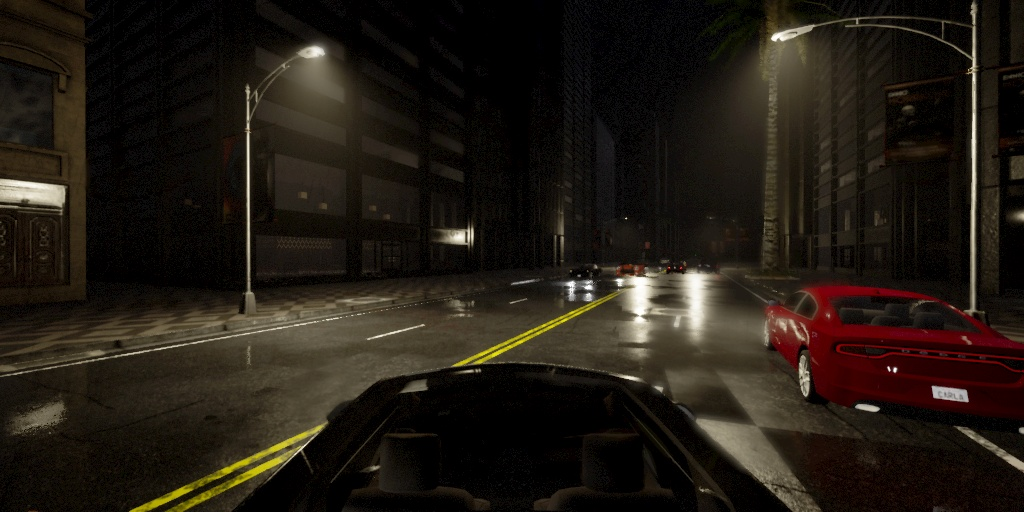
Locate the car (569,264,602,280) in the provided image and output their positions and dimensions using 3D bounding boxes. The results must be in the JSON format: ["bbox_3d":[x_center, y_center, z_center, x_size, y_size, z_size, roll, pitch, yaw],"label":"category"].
[{"bbox_3d":[6.628,1.361,32.046,1.895,1.301,4.718,0,0,27],"label":"car"}]

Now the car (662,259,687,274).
[{"bbox_3d":[18.597,1.317,40.701,2.033,1.411,5.357,0,0,27],"label":"car"}]

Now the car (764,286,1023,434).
[{"bbox_3d":[5.507,1.228,5.786,1.882,1.535,5.008,0,0,27],"label":"car"}]

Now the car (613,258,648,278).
[{"bbox_3d":[11.323,1.115,34.080,2.097,1.767,4.553,0,0,27],"label":"car"}]

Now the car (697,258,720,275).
[{"bbox_3d":[22.002,1.122,40.233,2.097,1.767,4.553,0,0,27],"label":"car"}]
